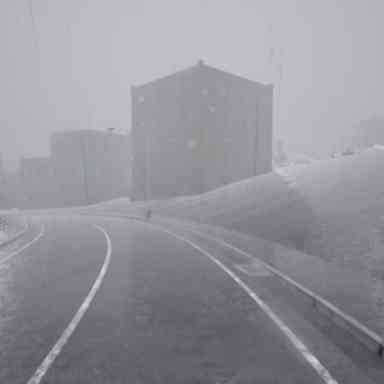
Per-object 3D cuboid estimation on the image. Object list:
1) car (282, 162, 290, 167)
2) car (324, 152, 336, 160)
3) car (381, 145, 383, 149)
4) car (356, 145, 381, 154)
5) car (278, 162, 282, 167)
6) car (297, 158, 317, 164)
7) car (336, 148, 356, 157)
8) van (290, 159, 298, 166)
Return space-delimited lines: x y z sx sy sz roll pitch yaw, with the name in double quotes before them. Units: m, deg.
"car" 21.931 -5.668 72.957 2.002 1.452 4.674 0 1 0
"car" 22.033 -5.333 50.902 2.185 1.767 4.553 0 1 0
"car" 22.110 -4.914 34.217 2.185 1.767 4.553 0 1 0
"car" 22.085 -4.888 39.713 2.002 1.452 4.674 0 1 0
"car" 21.904 -6.070 78.438 2.435 2.045 5.566 0 1 0
"car" 21.981 -5.466 61.919 2.231 1.521 4.892 0 1 0
"car" 22.058 -5.197 45.383 2.185 1.767 4.553 0 1 0
"van" 21.956 -5.814 67.310 1.878 1.987 4.442 0 1 0
